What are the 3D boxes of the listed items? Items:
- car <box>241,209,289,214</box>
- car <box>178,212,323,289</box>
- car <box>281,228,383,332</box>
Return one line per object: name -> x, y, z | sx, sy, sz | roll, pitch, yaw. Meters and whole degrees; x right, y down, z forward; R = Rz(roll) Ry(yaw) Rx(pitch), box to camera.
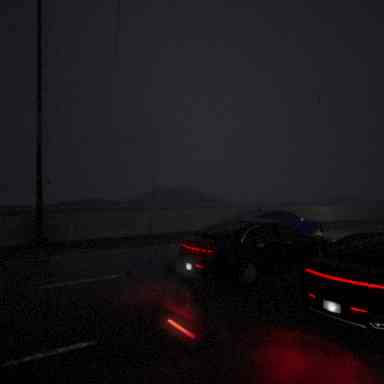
car -> 3.516, 1.457, 14.240 | 5.008, 1.535, 1.882 | 0, 0, -32
car -> 1.945, 1.491, 9.127 | 4.892, 1.490, 1.837 | 0, 0, -33
car -> 4.157, 1.497, 6.390 | 4.892, 1.490, 1.837 | 0, 0, -33
